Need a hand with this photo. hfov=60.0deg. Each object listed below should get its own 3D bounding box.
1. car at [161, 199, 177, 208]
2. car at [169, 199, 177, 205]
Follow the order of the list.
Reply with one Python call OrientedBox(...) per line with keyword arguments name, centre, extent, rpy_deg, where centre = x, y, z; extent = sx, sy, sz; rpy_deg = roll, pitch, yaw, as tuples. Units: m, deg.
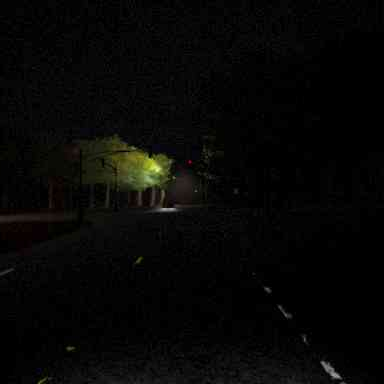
OrientedBox(name="car", centre=(-4.068, 2.021, 56.121), extent=(2.128, 1.511, 4.902), rpy_deg=(0, 0, -1))
OrientedBox(name="car", centre=(-4.705, 2.614, 84.570), extent=(1.837, 1.490, 4.892), rpy_deg=(0, -2, -1))
